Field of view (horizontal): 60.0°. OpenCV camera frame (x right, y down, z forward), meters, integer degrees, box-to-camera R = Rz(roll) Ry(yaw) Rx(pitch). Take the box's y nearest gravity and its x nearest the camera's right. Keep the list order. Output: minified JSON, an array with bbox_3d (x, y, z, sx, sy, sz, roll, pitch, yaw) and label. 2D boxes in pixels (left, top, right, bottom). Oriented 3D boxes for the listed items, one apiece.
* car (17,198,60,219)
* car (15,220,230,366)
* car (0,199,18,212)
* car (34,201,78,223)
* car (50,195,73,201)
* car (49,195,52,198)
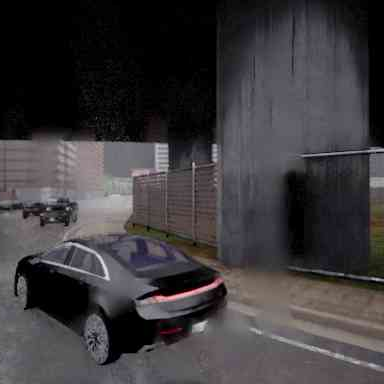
[{"bbox_3d":[-14.048,1.646,30.737,1.837,1.490,4.892,0,0,-8],"label":"car"},{"bbox_3d":[-1.580,1.514,5.955,2.128,1.511,4.902,0,0,-44],"label":"car"},{"bbox_3d":[-22.808,1.679,41.448,1.882,1.535,5.008,0,0,-7],"label":"car"},{"bbox_3d":[-9.501,1.631,23.899,1.812,1.442,4.674,0,0,-9],"label":"car"},{"bbox_3d":[-15.507,1.530,41.038,2.097,1.767,4.553,0,0,-8],"label":"car"},{"bbox_3d":[-20.395,1.450,50.087,2.150,2.045,5.566,0,0,-8],"label":"car"}]
